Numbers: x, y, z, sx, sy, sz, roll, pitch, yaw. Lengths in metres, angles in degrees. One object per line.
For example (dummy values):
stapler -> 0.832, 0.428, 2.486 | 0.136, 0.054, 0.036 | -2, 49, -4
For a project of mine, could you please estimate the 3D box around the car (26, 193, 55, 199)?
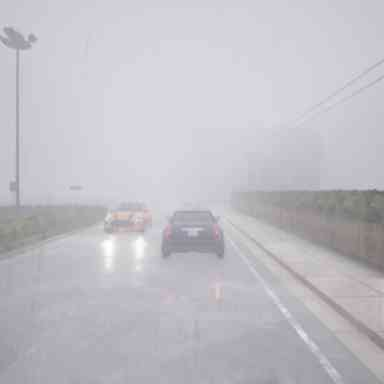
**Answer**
car -> -31.042, 1.193, 68.122 | 5.566, 2.045, 2.150 | 0, 0, 0

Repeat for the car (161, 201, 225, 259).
car -> 0.049, 1.346, 12.798 | 2.097, 1.767, 4.553 | 0, 0, 1

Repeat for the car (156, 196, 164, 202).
car -> -7.557, 1.561, 76.466 | 1.895, 1.301, 4.718 | 0, 0, 1

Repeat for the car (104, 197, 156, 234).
car -> -3.540, 1.343, 19.175 | 2.097, 1.767, 4.553 | 0, 0, 1

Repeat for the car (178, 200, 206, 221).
car -> 0.052, 1.479, 27.880 | 2.128, 1.511, 4.902 | 0, 0, 1
